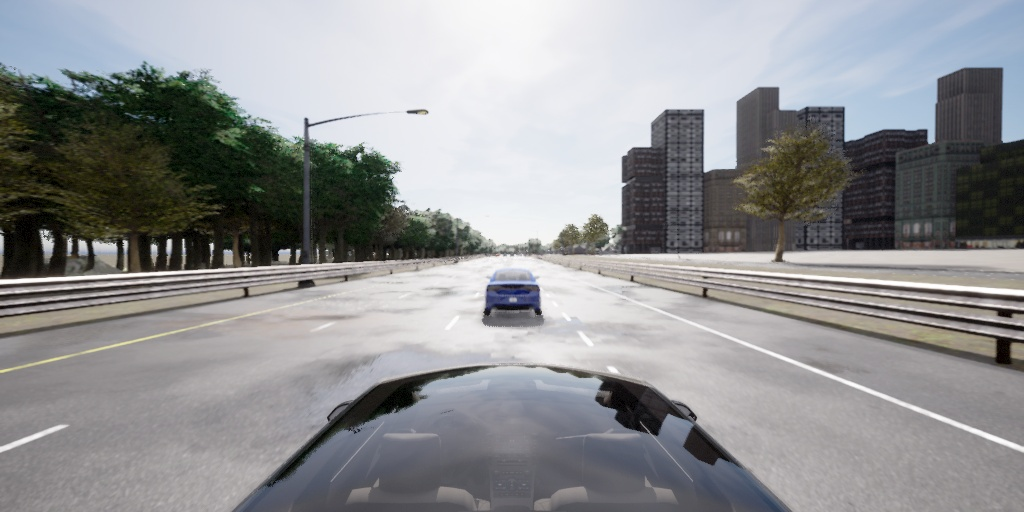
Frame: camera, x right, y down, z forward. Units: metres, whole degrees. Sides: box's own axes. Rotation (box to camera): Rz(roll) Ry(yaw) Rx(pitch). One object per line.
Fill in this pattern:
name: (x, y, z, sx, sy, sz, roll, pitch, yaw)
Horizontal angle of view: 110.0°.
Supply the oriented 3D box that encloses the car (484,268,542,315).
car: (0.025, 1.171, 13.465, 1.882, 1.535, 5.008, 0, 0, 0)
